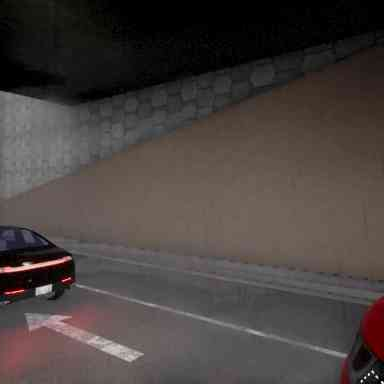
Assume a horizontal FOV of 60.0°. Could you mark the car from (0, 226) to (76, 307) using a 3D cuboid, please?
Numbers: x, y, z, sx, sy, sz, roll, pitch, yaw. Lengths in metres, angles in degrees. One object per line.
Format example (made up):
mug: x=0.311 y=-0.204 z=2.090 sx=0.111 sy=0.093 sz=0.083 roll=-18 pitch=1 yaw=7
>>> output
car: x=-4.550 y=1.492 z=7.215 sx=4.902 sy=1.511 sz=2.128 roll=0 pitch=0 yaw=36

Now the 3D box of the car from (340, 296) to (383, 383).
car: x=3.627 y=1.221 z=1.357 sx=5.566 sy=2.045 sz=2.150 roll=0 pitch=0 yaw=35
